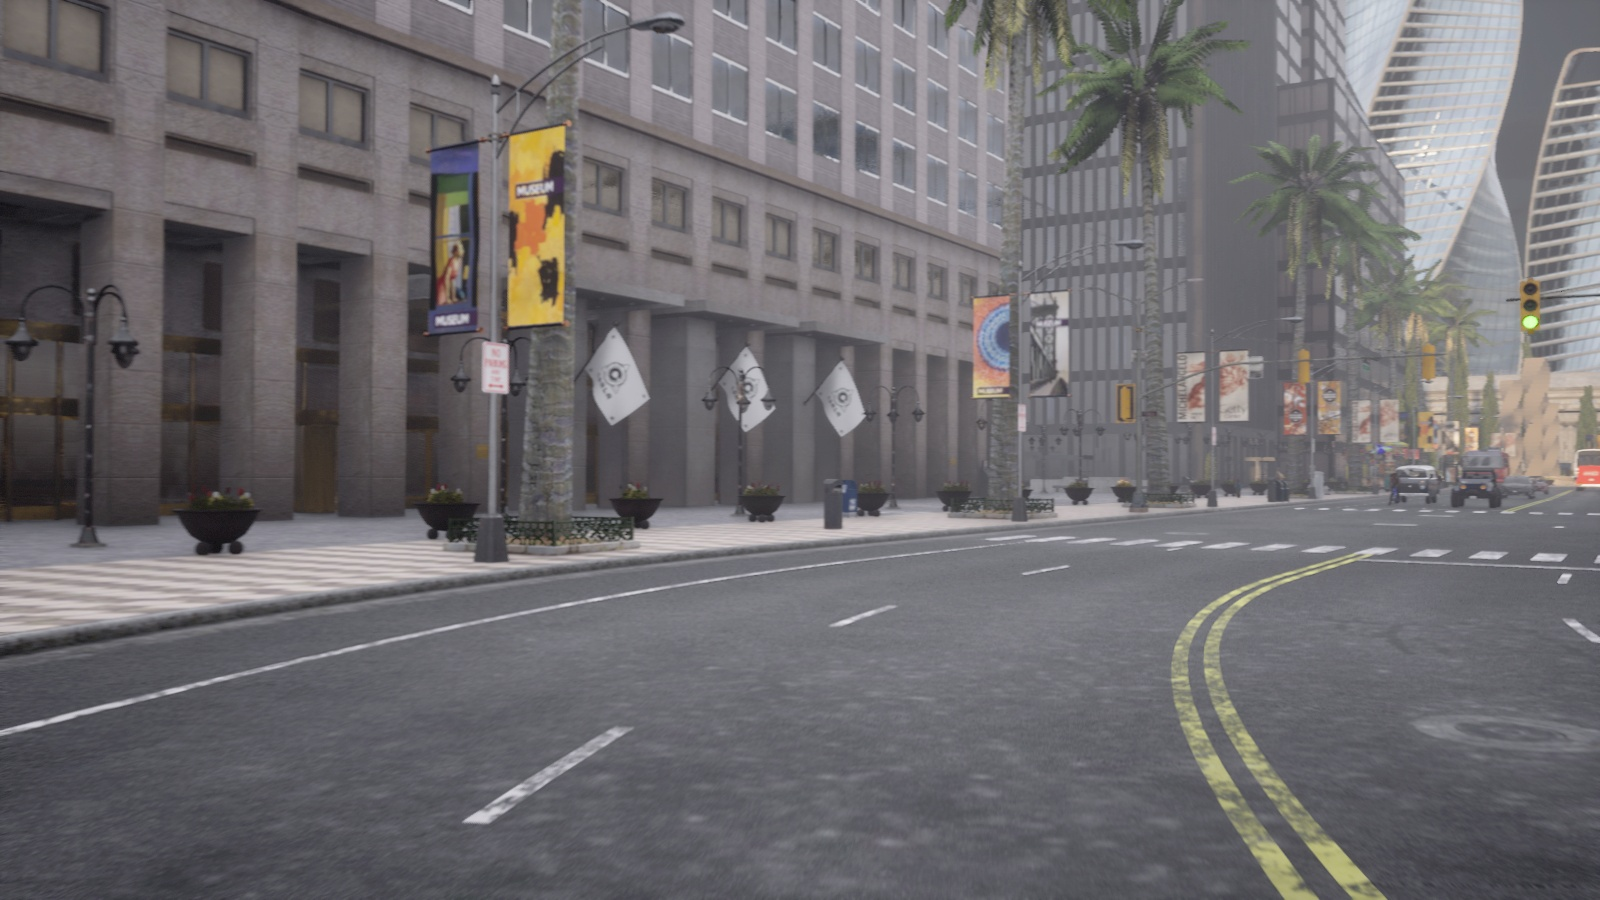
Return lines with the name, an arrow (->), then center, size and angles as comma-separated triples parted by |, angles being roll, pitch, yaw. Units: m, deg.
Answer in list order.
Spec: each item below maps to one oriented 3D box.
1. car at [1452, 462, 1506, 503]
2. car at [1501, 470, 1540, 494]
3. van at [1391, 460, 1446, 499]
car -> 32.369, 1.518, 59.809 | 1.905, 1.878, 3.866 | -1, -1, 34
car -> 46.645, 2.045, 81.272 | 1.837, 1.490, 4.892 | -1, -1, 33
van -> 33.188, 1.570, 67.373 | 2.069, 2.038, 4.480 | -1, -1, 34
